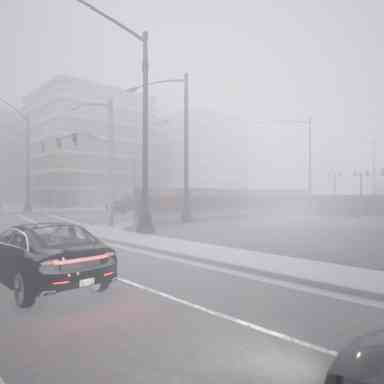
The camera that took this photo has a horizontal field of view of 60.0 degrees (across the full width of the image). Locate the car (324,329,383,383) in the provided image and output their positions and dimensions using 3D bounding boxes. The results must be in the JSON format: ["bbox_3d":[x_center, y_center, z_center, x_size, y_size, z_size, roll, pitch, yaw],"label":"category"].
[{"bbox_3d":[3.196,1.505,1.584,4.892,1.490,1.837,0,0,38],"label":"car"}]

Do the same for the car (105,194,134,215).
[{"bbox_3d":[-6.290,1.219,34.999,5.566,2.045,2.150,0,0,-44],"label":"car"}]

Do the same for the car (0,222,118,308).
[{"bbox_3d":[-3.647,1.491,8.041,2.128,1.511,4.902,0,0,-43],"label":"car"}]
